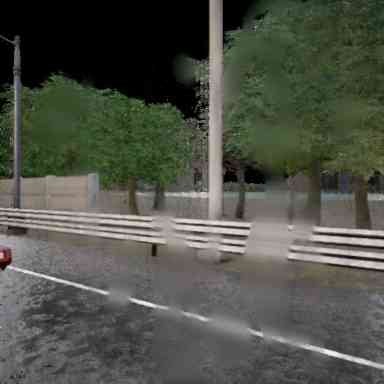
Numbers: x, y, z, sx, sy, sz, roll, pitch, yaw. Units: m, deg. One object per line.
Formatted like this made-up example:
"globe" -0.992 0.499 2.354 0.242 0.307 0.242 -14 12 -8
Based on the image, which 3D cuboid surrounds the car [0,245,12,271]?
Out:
"car" -6.882 1.589 8.911 4.718 1.301 1.895 0 0 36
